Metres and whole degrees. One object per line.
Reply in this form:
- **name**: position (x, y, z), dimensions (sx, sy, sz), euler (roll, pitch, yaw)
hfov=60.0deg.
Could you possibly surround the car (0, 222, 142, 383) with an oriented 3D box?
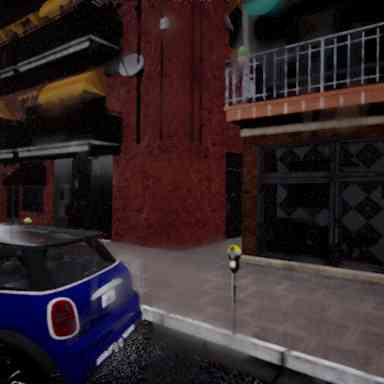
- **car**: position (-3.054, 1.222, 4.420), dimensions (4.553, 1.767, 2.097), euler (1, 1, 13)
